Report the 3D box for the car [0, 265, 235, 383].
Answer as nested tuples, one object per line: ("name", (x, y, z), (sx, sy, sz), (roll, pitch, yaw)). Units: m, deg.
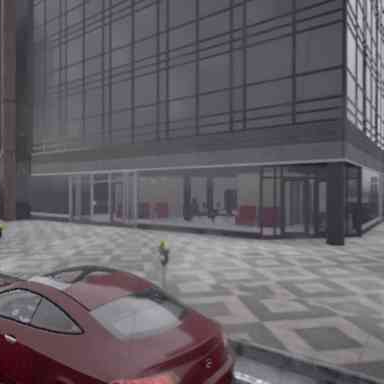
("car", (-1.519, 1.584, 4.040), (4.206, 1.307, 1.802), (0, 0, 35))
